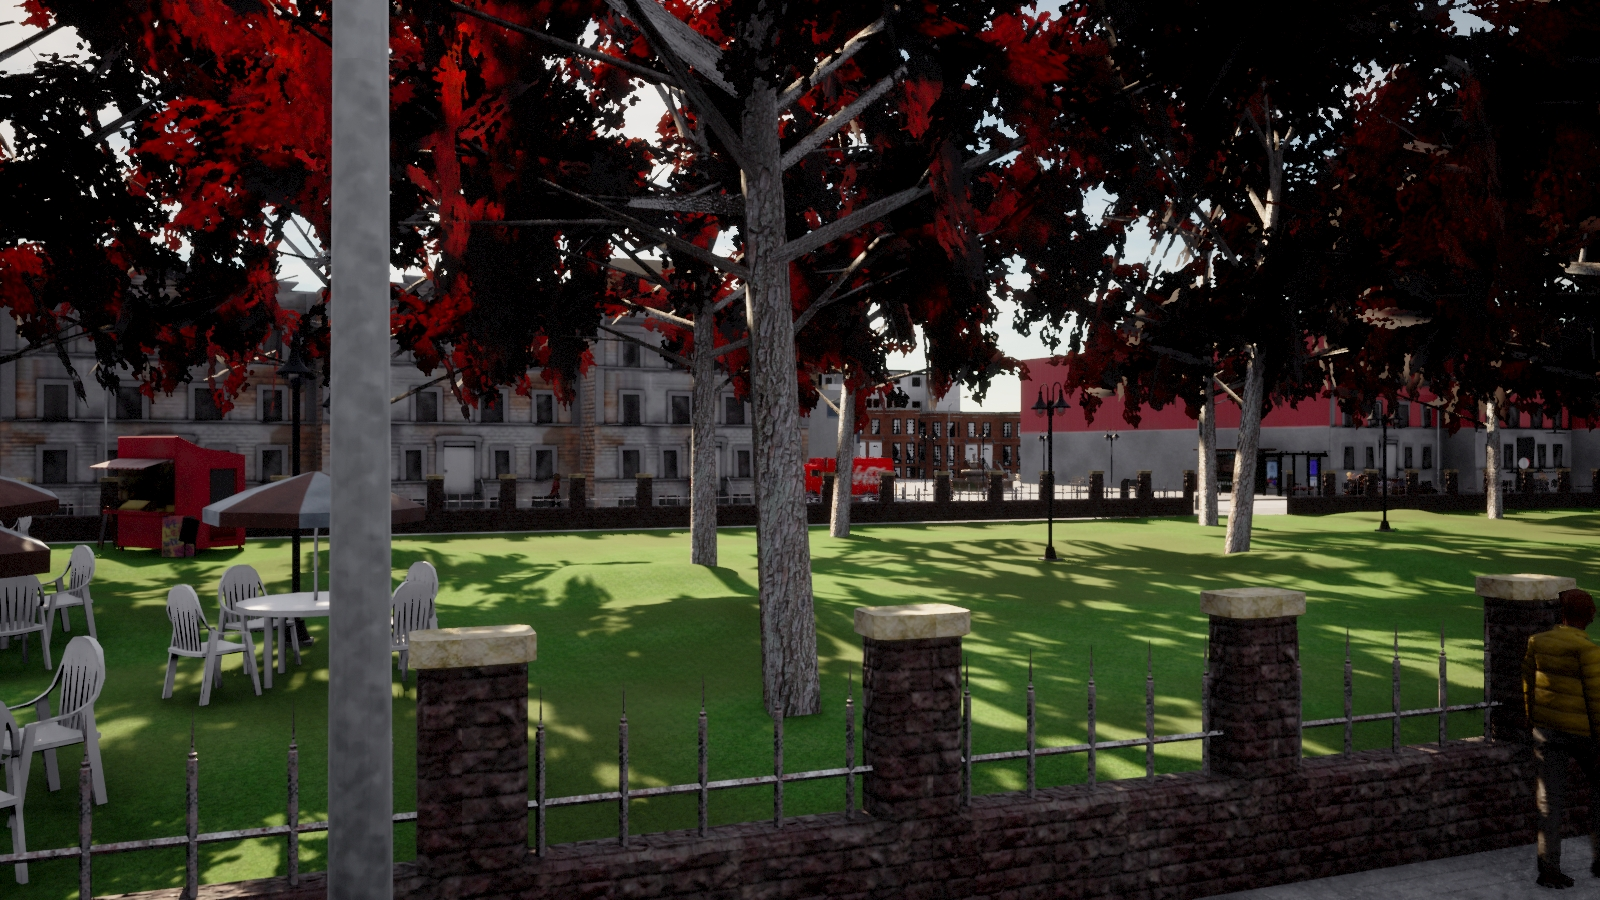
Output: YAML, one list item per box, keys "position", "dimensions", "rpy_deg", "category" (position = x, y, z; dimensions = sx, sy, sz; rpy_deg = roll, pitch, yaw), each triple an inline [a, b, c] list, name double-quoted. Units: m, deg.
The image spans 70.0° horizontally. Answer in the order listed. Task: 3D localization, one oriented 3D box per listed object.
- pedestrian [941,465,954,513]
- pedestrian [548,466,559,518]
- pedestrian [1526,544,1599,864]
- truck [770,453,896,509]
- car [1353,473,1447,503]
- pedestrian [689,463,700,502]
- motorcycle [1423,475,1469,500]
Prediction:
- position: [5.844, 1.531, 45.234]
  dimensions: [0.375, 1.860, 0.375]
  rpy_deg: [0, 0, -36]
  category: "pedestrian"
- position: [-8.931, 1.527, 41.403]
  dimensions: [0.375, 1.860, 0.375]
  rpy_deg: [0, 0, -16]
  category: "pedestrian"
- position: [4.769, 1.528, 7.018]
  dimensions: [0.375, 1.860, 0.375]
  rpy_deg: [0, 0, -20]
  category: "pedestrian"
- position: [1.494, 1.356, 52.566]
  dimensions: [5.204, 2.467, 2.627]
  rpy_deg: [0, 0, -20]
  category: "truck"
- position: [31.041, 1.936, 59.081]
  dimensions: [4.181, 1.385, 1.994]
  rpy_deg: [-1, 0, -20]
  category: "car"
- position: [-5.007, 1.530, 54.164]
  dimensions: [0.375, 1.860, 0.375]
  rpy_deg: [0, 0, 36]
  category: "pedestrian"
- position: [33.996, 1.971, 60.160]
  dimensions: [2.356, 1.277, 0.764]
  rpy_deg: [0, 0, -20]
  category: "motorcycle"
